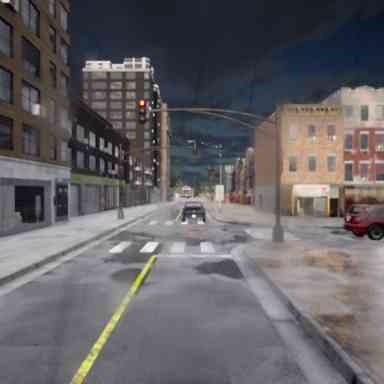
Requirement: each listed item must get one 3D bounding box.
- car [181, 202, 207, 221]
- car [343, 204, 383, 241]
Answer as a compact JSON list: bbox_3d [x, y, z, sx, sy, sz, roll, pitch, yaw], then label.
[{"bbox_3d":[0.157,1.603,27.934,1.837,1.490,4.892,0,0,0],"label":"car"},{"bbox_3d":[10.850,1.625,18.004,5.009,1.841,2.192,1,-1,0],"label":"car"}]
